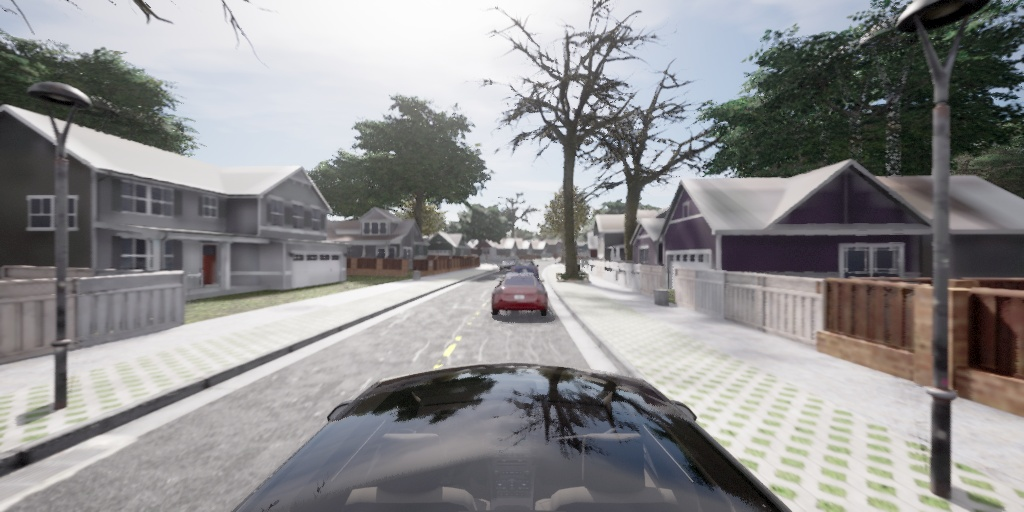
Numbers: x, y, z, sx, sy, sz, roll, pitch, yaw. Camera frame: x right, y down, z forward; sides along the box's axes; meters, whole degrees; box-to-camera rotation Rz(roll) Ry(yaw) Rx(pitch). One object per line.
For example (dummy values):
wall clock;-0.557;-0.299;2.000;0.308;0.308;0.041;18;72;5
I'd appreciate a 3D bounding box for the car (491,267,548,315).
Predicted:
car;0.317;1.304;13.640;1.994;1.385;4.181;0;0;2

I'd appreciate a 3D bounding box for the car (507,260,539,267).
car;1.062;1.056;28.301;2.097;1.767;4.553;0;0;4

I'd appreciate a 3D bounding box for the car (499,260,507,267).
car;-0.417;1.201;44.551;1.994;1.385;4.181;0;0;7
